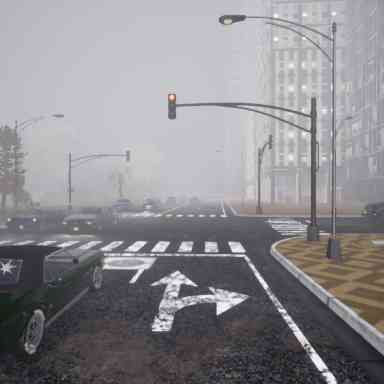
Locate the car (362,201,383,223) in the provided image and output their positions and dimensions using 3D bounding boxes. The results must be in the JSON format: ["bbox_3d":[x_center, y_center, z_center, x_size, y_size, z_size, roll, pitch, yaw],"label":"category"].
[{"bbox_3d":[14.841,1.059,22.956,5.566,2.045,2.150,0,0,5],"label":"car"}]

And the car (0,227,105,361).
[{"bbox_3d":[-3.038,1.600,5.960,1.895,1.301,4.718,0,0,1],"label":"car"}]

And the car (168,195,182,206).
[{"bbox_3d":[-3.254,1.499,54.671,1.837,1.490,4.892,0,0,5],"label":"car"}]

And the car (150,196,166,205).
[{"bbox_3d":[-6.068,1.542,60.007,2.033,1.411,5.357,0,0,5],"label":"car"}]

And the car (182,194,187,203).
[{"bbox_3d":[-1.940,1.351,70.012,2.097,1.767,4.553,0,0,5],"label":"car"}]

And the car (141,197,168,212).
[{"bbox_3d":[-4.549,1.483,38.537,2.128,1.511,4.902,0,0,5],"label":"car"}]

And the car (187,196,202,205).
[{"bbox_3d":[0.619,1.523,59.963,1.812,1.442,4.674,0,0,5],"label":"car"}]

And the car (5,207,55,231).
[{"bbox_3d":[-9.163,1.594,20.294,1.895,1.301,4.718,0,0,3],"label":"car"}]

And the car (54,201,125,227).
[{"bbox_3d":[-5.930,1.535,20.091,2.033,1.411,5.357,0,0,3],"label":"car"}]

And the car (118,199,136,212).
[{"bbox_3d":[-7.802,1.517,38.619,1.812,1.442,4.674,0,0,5],"label":"car"}]
